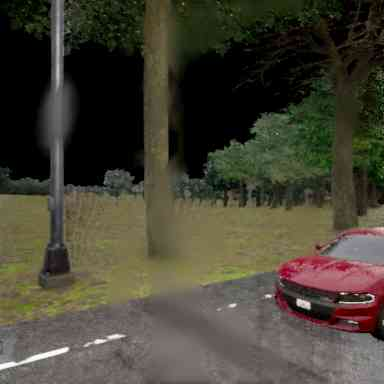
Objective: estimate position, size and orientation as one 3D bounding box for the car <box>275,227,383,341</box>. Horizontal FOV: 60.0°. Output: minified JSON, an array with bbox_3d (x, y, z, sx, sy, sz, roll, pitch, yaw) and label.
[{"bbox_3d":[3.791,1.492,6.698,5.008,1.535,1.882,0,0,-36],"label":"car"}]
